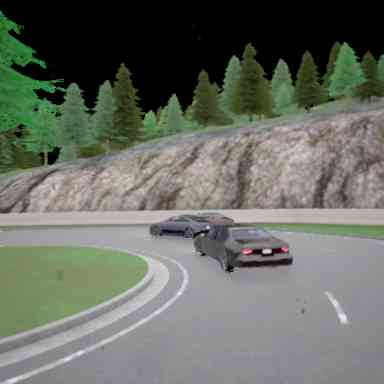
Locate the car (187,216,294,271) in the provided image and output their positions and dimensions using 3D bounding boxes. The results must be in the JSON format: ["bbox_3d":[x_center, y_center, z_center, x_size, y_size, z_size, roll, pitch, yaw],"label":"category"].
[{"bbox_3d":[1.553,1.828,12.006,2.033,1.411,5.357,-1,-2,-14],"label":"car"}]

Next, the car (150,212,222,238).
[{"bbox_3d":[-0.647,2.101,20.523,4.181,1.385,1.994,-2,-2,38],"label":"car"}]
